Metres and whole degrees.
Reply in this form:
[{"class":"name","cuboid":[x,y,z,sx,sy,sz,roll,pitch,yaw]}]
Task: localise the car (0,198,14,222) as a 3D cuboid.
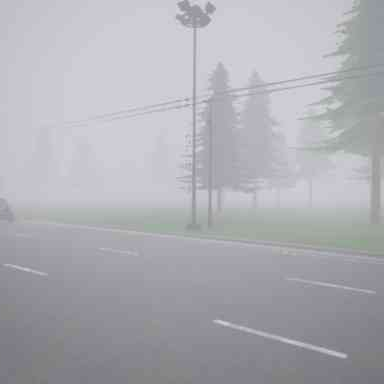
[{"class":"car","cuboid":[-14.128,1.154,22.672,4.553,1.767,2.097,1,1,35]}]
